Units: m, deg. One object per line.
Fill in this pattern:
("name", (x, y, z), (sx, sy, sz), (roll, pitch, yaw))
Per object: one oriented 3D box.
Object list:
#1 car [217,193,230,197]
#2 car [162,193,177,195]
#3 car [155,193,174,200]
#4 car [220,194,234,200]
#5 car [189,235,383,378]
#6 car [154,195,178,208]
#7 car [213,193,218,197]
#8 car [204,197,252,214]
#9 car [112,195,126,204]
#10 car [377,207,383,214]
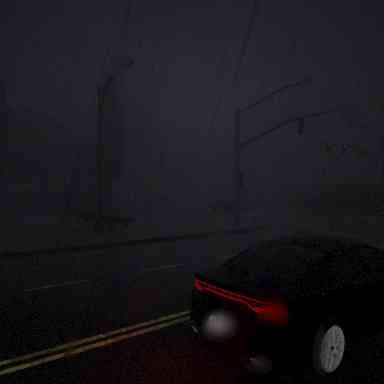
("car", (7.793, 1.395, 68.776), (3.806, 1.475, 1.970), (0, 0, -37))
("car", (-5.625, 1.156, 86.861), (3.866, 1.878, 1.905), (0, 0, -37))
("car", (-7.303, 1.153, 89.220), (4.605, 1.855, 1.932), (0, 0, -37))
("car", (10.024, 1.395, 95.078), (3.806, 1.475, 1.970), (0, 0, -37))
("car", (2.278, 1.478, 5.631), (5.008, 1.535, 1.882), (0, 0, -37))
("car", (-3.665, 1.563, 46.818), (1.994, 1.385, 4.181), (0, 0, -35))
("car", (6.079, 1.156, 71.110), (3.866, 1.878, 1.905), (0, 0, -37))
("car", (3.972, 1.547, 35.918), (2.033, 1.411, 5.357), (0, 0, -35))
("car", (-14.067, 1.355, 61.820), (2.097, 1.767, 4.553), (0, 0, -35))
("car", (19.870, 1.547, 30.315), (5.357, 1.411, 2.033), (0, 0, -6))
